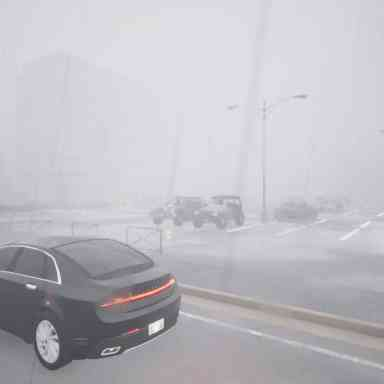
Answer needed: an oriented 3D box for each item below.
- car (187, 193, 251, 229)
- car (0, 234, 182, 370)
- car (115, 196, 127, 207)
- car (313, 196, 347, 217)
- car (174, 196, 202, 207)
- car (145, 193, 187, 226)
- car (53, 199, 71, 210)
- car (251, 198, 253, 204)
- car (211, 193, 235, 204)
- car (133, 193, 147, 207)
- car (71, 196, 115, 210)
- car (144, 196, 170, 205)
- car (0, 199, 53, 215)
[{"bbox_3d":[1.729,1.156,20.217,1.905,1.878,3.866,0,0,34],"label":"car"},{"bbox_3d":[-2.435,1.505,5.739,4.892,1.490,1.837,0,0,36],"label":"car"},{"bbox_3d":[-11.805,1.352,49.417,2.097,1.767,4.553,0,0,34],"label":"car"},{"bbox_3d":[13.778,1.395,33.149,1.970,1.475,3.806,0,0,34],"label":"car"},{"bbox_3d":[-0.565,1.478,53.224,1.882,1.535,5.008,0,0,34],"label":"car"},{"bbox_3d":[-0.635,1.153,21.887,1.932,1.855,4.605,0,0,34],"label":"car"},{"bbox_3d":[-17.143,1.547,41.500,2.033,1.411,5.357,0,0,34],"label":"car"},{"bbox_3d":[9.875,1.505,62.459,1.837,1.490,4.892,0,0,34],"label":"car"},{"bbox_3d":[5.990,1.221,62.920,2.150,2.045,5.566,0,0,34],"label":"car"},{"bbox_3d":[-6.582,1.221,50.867,2.150,2.045,5.566,0,0,34],"label":"car"},{"bbox_3d":[-12.470,1.526,42.157,1.812,1.442,4.674,0,0,34],"label":"car"},{"bbox_3d":[-6.024,1.526,57.926,1.812,1.442,4.674,0,0,35],"label":"car"},{"bbox_3d":[-17.472,1.601,34.747,1.895,1.301,4.718,0,0,34],"label":"car"}]
